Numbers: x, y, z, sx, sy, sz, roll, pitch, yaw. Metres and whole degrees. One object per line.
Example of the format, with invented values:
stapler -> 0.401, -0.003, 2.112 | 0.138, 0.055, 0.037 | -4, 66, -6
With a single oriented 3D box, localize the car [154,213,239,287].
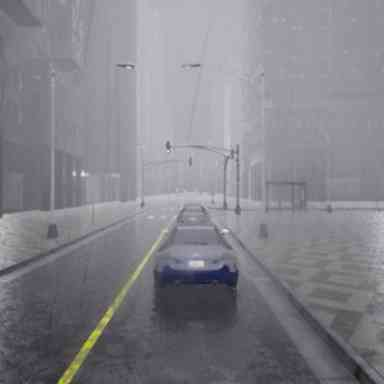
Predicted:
car -> 0.096, 1.515, 9.196 | 1.994, 1.385, 4.181 | 0, 0, 0

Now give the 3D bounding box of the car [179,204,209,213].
car -> 0.109, 1.455, 20.737 | 1.994, 1.385, 4.181 | 0, 0, 2
